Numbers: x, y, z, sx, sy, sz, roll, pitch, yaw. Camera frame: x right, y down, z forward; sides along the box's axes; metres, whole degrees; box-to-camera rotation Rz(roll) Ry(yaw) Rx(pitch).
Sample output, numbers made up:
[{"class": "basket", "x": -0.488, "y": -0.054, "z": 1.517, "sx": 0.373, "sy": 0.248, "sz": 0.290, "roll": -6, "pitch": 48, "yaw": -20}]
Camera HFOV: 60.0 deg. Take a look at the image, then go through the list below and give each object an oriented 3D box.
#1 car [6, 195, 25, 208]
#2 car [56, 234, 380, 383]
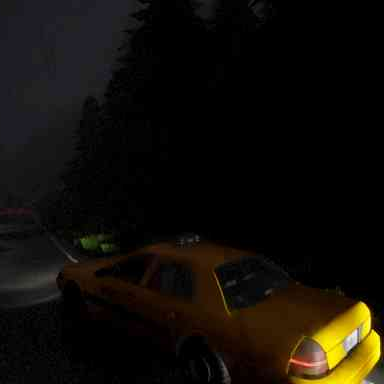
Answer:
[{"class": "car", "x": -21.214, "y": 1.058, "z": 40.009, "sx": 2.128, "sy": 1.511, "sz": 4.902, "roll": -2, "pitch": 2, "yaw": -27}, {"class": "car", "x": -0.259, "y": 1.418, "z": 5.071, "sx": 5.366, "sy": 1.575, "sz": 1.801, "roll": 1, "pitch": 1, "yaw": 44}]
